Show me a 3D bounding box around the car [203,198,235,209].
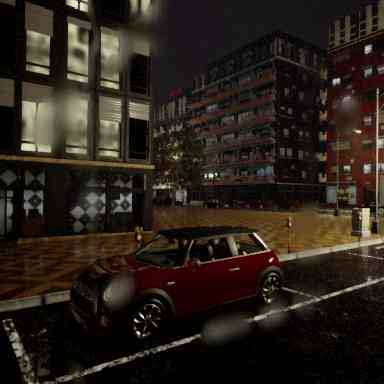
[{"bbox_3d":[3.331,1.678,45.814,2.008,1.369,4.403,1,-1,-35],"label":"car"}]

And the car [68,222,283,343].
[{"bbox_3d":[-0.185,1.441,6.405,4.097,1.590,1.967,0,1,-35],"label":"car"}]

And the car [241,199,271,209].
[{"bbox_3d":[10.186,1.800,50.635,1.887,1.381,4.507,1,-1,-35],"label":"car"}]

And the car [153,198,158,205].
[{"bbox_3d":[-6.465,1.764,59.723,1.887,1.381,4.507,1,-1,-35],"label":"car"}]

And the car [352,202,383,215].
[{"bbox_3d":[19.981,1.730,36.726,1.947,1.339,4.313,1,-1,-35],"label":"car"}]

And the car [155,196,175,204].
[{"bbox_3d":[-6.139,1.724,73.818,2.192,1.841,5.009,1,-1,-35],"label":"car"}]

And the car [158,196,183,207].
[{"bbox_3d":[-3.199,1.733,55.086,1.887,1.381,4.507,1,-1,-35],"label":"car"}]

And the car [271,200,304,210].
[{"bbox_3d":[13.450,1.806,45.997,1.802,1.307,4.206,1,-1,-35],"label":"car"}]

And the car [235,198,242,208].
[{"bbox_3d":[6.921,1.726,55.271,1.967,1.590,4.097,1,-1,-35],"label":"car"}]
